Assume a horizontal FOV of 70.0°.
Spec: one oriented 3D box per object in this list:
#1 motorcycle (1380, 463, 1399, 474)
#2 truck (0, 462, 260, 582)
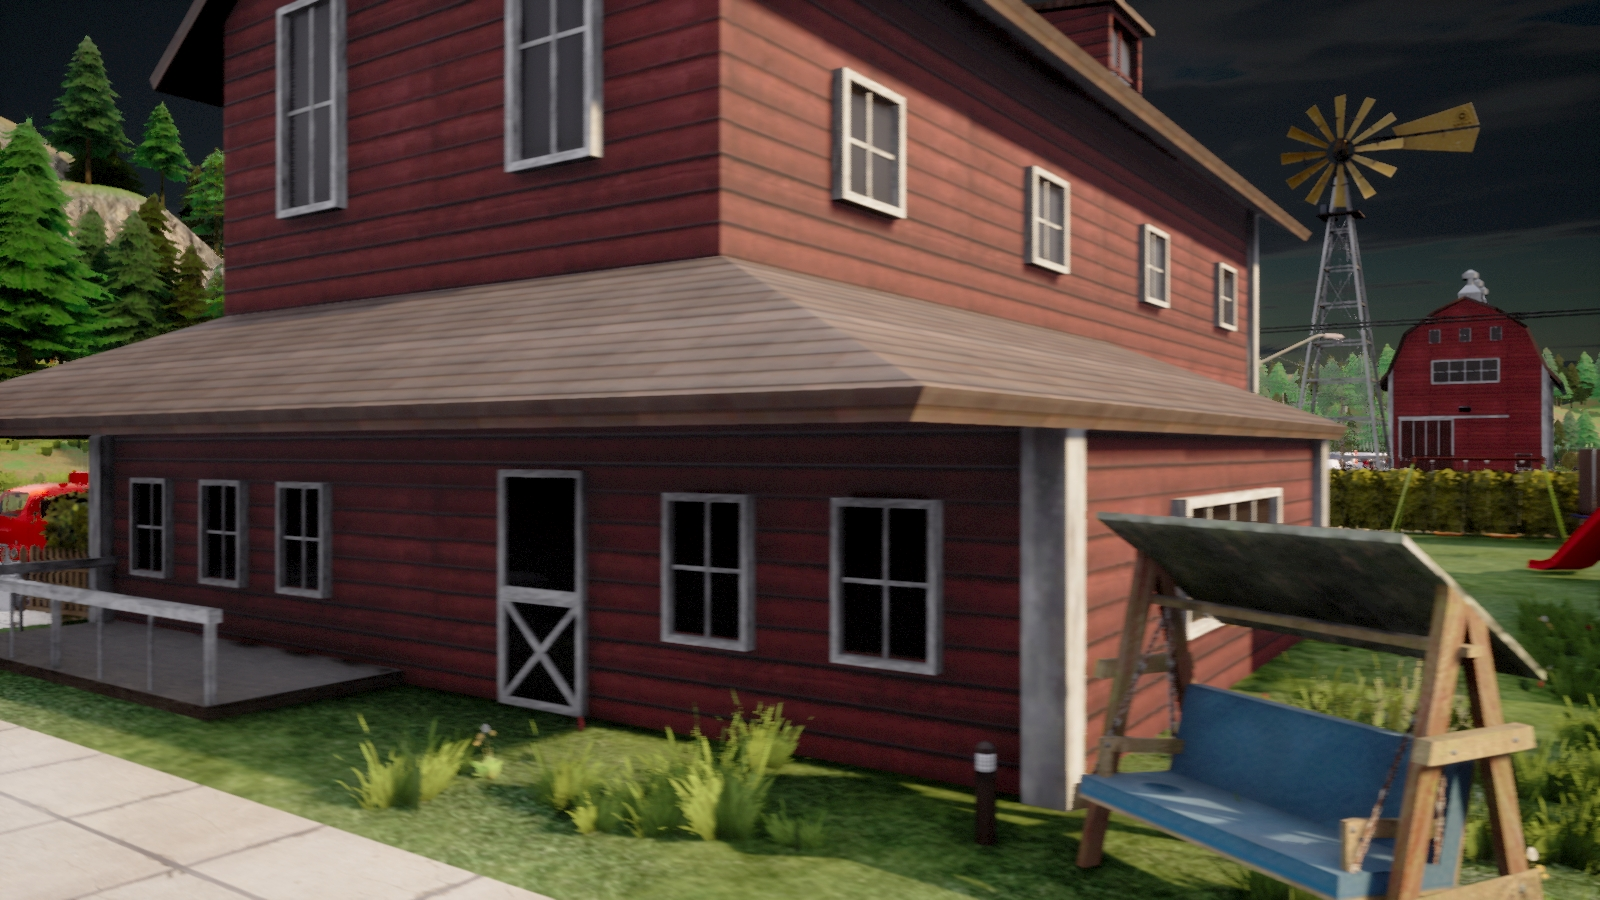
[{"bbox_3d":[68.145,2.142,132.033,1.805,1.316,0.856,0,-1,39],"label":"motorcycle"},{"bbox_3d":[-16.088,1.566,27.234,2.627,2.467,5.204,0,0,35],"label":"truck"}]
